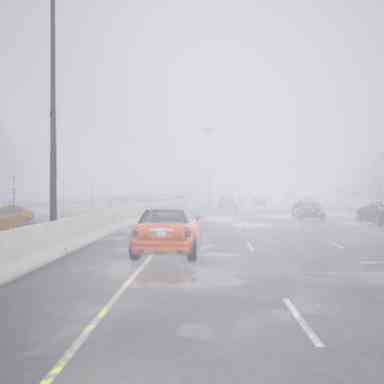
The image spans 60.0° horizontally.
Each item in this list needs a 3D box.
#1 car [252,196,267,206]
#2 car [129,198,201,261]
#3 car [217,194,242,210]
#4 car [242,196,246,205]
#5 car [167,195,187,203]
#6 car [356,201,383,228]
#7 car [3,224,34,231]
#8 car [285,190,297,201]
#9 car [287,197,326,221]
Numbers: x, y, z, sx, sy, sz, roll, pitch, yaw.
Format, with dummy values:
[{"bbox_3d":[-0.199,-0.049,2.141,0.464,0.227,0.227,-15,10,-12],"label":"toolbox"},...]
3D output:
[{"bbox_3d":[9.639,1.232,47.241,1.895,1.301,4.718,0,0,16],"label":"car"},{"bbox_3d":[-0.774,1.254,12.069,2.097,1.767,4.553,0,0,4],"label":"car"},{"bbox_3d":[4.209,1.052,38.141,2.097,1.767,4.553,0,0,12],"label":"car"},{"bbox_3d":[6.847,1.139,49.350,1.812,1.442,4.674,0,0,16],"label":"car"},{"bbox_3d":[-2.419,1.160,55.507,1.895,1.301,4.718,0,0,16],"label":"car"},{"bbox_3d":[11.901,1.332,20.795,2.128,1.511,4.902,0,0,7],"label":"car"},{"bbox_3d":[-9.756,1.342,16.317,1.882,1.535,5.008,0,0,5],"label":"car"},{"bbox_3d":[19.875,0.701,66.800,2.150,2.045,5.566,0,0,20],"label":"car"},{"bbox_3d":[8.793,1.351,25.340,2.033,1.411,5.357,0,0,11],"label":"car"}]
